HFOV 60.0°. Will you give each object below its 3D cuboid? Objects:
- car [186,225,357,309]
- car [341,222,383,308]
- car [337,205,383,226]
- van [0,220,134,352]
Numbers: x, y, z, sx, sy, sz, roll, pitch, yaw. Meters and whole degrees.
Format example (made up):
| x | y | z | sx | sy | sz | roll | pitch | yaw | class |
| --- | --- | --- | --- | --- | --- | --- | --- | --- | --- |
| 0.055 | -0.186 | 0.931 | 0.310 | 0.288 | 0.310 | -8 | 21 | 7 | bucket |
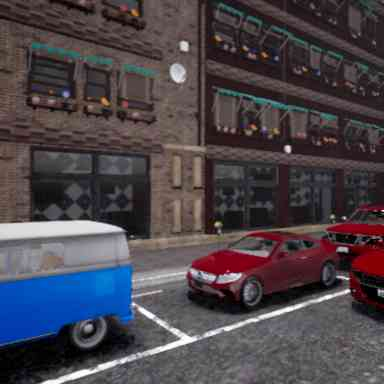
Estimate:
| x | y | z | sx | sy | sz | roll | pitch | yaw | class |
| --- | --- | --- | --- | --- | --- | --- | --- | --- | --- |
| 1.843 | 1.610 | 7.881 | 4.206 | 1.307 | 1.802 | 0 | 0 | -36 | car |
| 5.380 | 1.518 | 7.166 | 5.008 | 1.535 | 1.882 | 1 | 0 | -35 | car |
| 6.480 | 1.372 | 11.192 | 5.009 | 1.841 | 2.192 | 0 | 0 | -36 | car |
| -2.793 | 1.342 | 4.572 | 3.998 | 1.788 | 1.690 | 0 | 0 | -36 | van |
